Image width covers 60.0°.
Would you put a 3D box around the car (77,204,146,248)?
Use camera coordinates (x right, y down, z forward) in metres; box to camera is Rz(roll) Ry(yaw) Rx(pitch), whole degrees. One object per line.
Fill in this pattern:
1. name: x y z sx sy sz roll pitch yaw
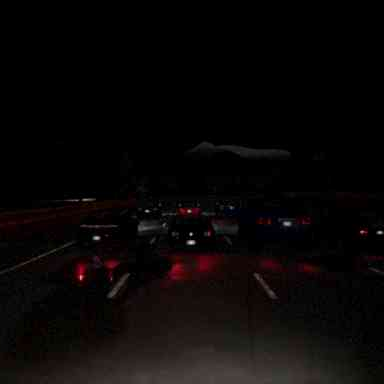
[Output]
1. car: -3.553 1.492 14.716 2.128 1.511 4.902 0 0 -1

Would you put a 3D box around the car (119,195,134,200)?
1. car: -14.994 1.451 80.607 1.882 1.535 5.008 0 0 16

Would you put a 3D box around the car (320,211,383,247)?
1. car: 6.946 1.560 14.849 2.033 1.411 5.357 0 0 -1

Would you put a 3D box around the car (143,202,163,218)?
1. car: -3.743 1.570 29.715 1.994 1.385 4.181 0 0 -1

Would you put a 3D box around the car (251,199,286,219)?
1. car: 6.756 1.482 29.848 1.882 1.535 5.008 0 0 -1

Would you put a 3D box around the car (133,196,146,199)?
1. car: -11.651 1.532 79.570 1.994 1.385 4.181 0 0 16

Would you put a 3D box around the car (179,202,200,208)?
1. car: -0.244 1.570 29.759 1.994 1.385 4.181 0 0 -1

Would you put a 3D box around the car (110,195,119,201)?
1. car: -18.337 1.492 81.643 1.812 1.442 4.674 0 0 16

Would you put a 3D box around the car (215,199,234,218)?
1. car: 3.257 1.364 29.774 2.097 1.767 4.553 0 0 -1

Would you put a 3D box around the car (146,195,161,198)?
1. car: -8.308 1.525 78.534 2.033 1.411 5.357 0 0 16

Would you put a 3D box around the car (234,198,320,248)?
1. car: 3.446 1.255 14.835 2.150 2.045 5.566 0 0 -1

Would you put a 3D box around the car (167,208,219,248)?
1. car: -0.054 1.613 14.790 1.895 1.301 4.718 0 0 -1
